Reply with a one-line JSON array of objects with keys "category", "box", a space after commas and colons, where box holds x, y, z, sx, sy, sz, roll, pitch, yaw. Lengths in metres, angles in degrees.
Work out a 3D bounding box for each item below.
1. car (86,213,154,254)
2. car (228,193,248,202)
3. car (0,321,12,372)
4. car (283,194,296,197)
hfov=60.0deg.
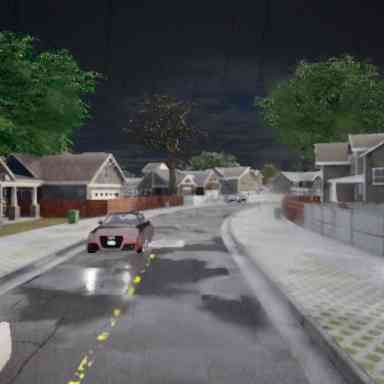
[{"category": "car", "box": [-2.690, 1.525, 13.226, 1.994, 1.385, 4.181, 0, 0, 1]}, {"category": "car", "box": [7.098, 0.893, 51.605, 2.097, 1.767, 4.553, 0, 0, 28]}, {"category": "car", "box": [-2.838, 1.598, 1.282, 1.895, 1.301, 4.718, 0, 0, 0]}, {"category": "car", "box": [19.432, 1.107, 64.581, 2.097, 1.767, 4.553, 0, 0, 43]}]
